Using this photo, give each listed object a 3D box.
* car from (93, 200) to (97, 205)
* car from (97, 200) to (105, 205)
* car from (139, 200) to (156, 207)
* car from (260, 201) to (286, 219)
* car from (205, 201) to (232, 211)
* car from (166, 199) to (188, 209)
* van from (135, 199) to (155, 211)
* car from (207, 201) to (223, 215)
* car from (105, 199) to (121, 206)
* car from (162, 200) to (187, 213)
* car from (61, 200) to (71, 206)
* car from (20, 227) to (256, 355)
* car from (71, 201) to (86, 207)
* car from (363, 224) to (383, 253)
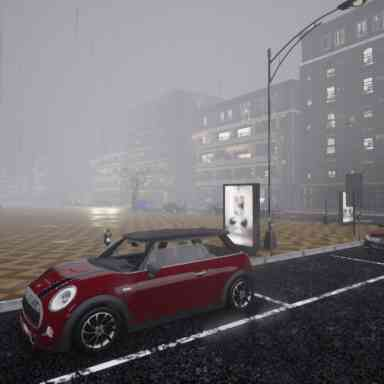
[{"bbox_3d":[-25.778,2.797,91.189,1.887,1.381,4.507,-2,0,-36],"label":"car"},{"bbox_3d":[-22.473,2.736,86.706,1.947,1.339,4.313,-2,0,-36],"label":"car"},{"bbox_3d":[-9.256,2.424,68.775,1.802,1.307,4.206,-2,0,-36],"label":"car"},{"bbox_3d":[7.025,1.887,32.345,2.008,1.369,4.403,-2,0,-36],"label":"car"},{"bbox_3d":[4.025,2.096,50.891,1.802,1.307,4.206,-2,0,-36],"label":"car"},{"bbox_3d":[-2.647,2.118,59.812,1.967,1.590,4.097,-2,0,-36],"label":"car"},{"bbox_3d":[-7.411,2.034,52.093,1.690,1.788,3.998,-2,0,-36],"label":"van"},{"bbox_3d":[3.720,1.968,36.828,2.008,1.369,4.403,-2,0,-36],"label":"car"},{"bbox_3d":[-19.172,2.528,82.223,1.967,1.590,4.097,-2,0,-36],"label":"car"},{"bbox_3d":[-2.431,2.114,45.250,1.887,1.381,4.507,-2,0,-36],"label":"car"},{"bbox_3d":[-32.524,2.861,86.218,1.887,1.381,4.507,-2,0,-36],"label":"car"},{"bbox_3d":[-0.809,1.440,6.013,4.097,1.590,1.967,0,0,-36],"label":"car"},{"bbox_3d":[-25.915,2.703,77.252,2.008,1.369,4.403,-2,0,-36],"label":"car"},{"bbox_3d":[8.138,1.581,12.508,4.206,1.307,1.802,0,0,-36],"label":"car"}]
